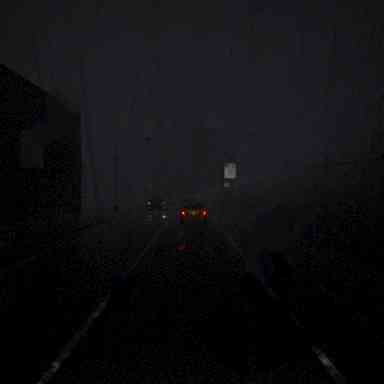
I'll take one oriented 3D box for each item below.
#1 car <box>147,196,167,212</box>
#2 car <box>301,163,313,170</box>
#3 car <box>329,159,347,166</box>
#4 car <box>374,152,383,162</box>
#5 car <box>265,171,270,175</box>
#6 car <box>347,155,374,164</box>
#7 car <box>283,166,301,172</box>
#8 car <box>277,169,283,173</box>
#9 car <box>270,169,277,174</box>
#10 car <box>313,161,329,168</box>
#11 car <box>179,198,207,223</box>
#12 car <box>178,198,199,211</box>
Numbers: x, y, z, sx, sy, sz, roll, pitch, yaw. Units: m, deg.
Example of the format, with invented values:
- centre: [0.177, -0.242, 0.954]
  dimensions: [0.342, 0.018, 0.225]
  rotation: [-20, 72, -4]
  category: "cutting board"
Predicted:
- centre: [-3.980, 1.286, 37.986]
  dimensions: [2.097, 1.767, 4.553]
  rotation: [0, -1, -5]
  category: "car"
- centre: [21.774, -4.357, 58.990]
  dimensions: [2.231, 1.521, 4.892]
  rotation: [0, 1, -1]
  category: "car"
- centre: [22.128, -4.083, 47.932]
  dimensions: [2.002, 1.452, 4.674]
  rotation: [0, 1, -2]
  category: "car"
- centre: [22.940, -3.988, 36.889]
  dimensions: [2.185, 1.767, 4.553]
  rotation: [0, 1, -5]
  category: "car"
- centre: [21.192, -4.950, 86.610]
  dimensions: [2.185, 1.767, 4.553]
  rotation: [0, 1, -1]
  category: "car"
- centre: [22.476, -3.993, 42.395]
  dimensions: [2.097, 1.535, 5.008]
  rotation: [0, 1, -4]
  category: "car"
- centre: [21.543, -4.672, 69.926]
  dimensions: [2.185, 1.767, 4.553]
  rotation: [0, 1, -1]
  category: "car"
- centre: [21.428, -4.599, 75.420]
  dimensions: [2.002, 1.452, 4.674]
  rotation: [0, 1, -1]
  category: "car"
- centre: [21.308, -4.861, 81.091]
  dimensions: [2.185, 1.767, 4.553]
  rotation: [0, 1, -1]
  category: "car"
- centre: [21.898, -4.249, 53.473]
  dimensions: [2.231, 1.521, 4.892]
  rotation: [0, 1, -1]
  category: "car"
- centre: [0.114, 1.335, 23.865]
  dimensions: [1.801, 1.575, 5.366]
  rotation: [0, 0, 0]
  category: "car"
- centre: [-0.504, 1.504, 41.383]
  dimensions: [2.033, 1.411, 5.357]
  rotation: [0, -1, -7]
  category: "car"
